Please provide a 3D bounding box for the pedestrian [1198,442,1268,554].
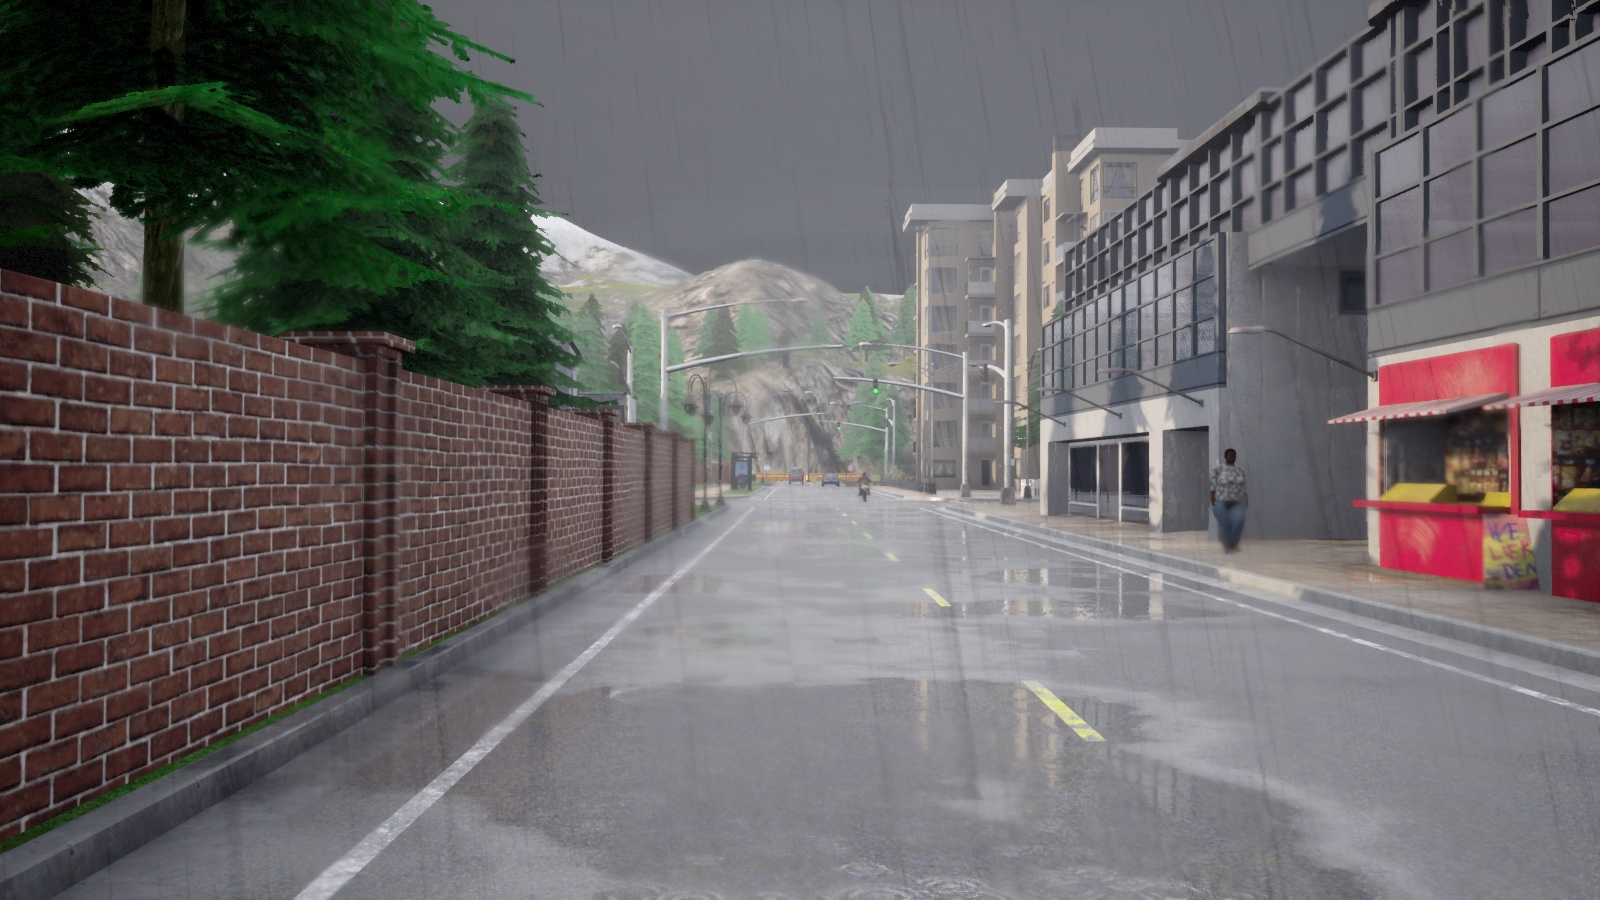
[{"bbox_3d":[7.362,0.804,21.383,0.874,1.855,0.900,0,-1,1],"label":"pedestrian"}]
